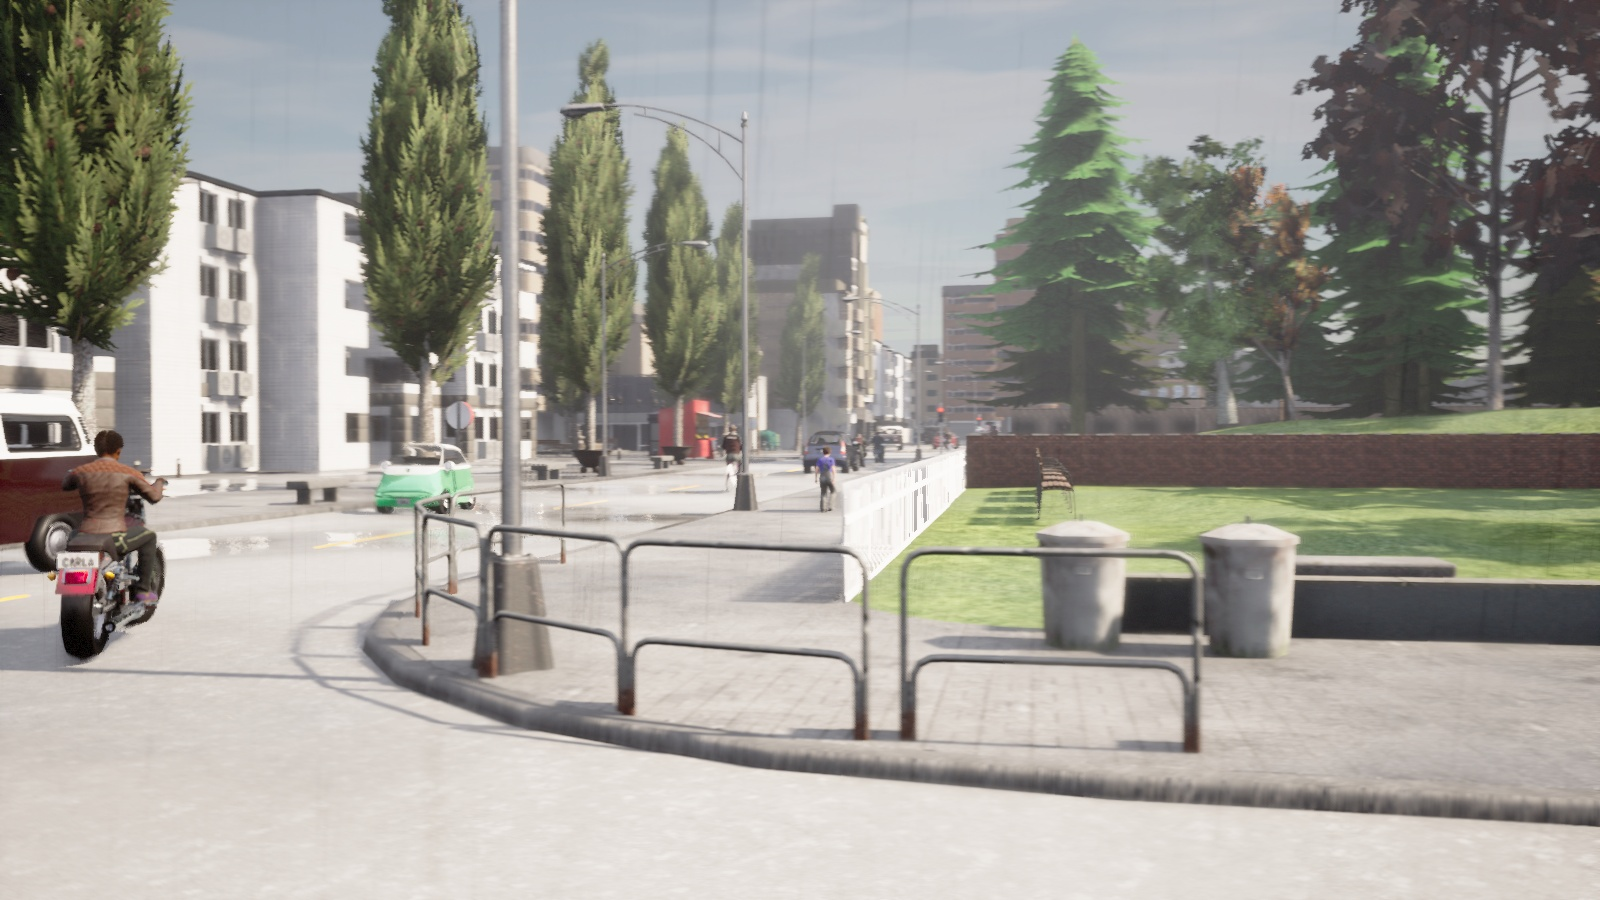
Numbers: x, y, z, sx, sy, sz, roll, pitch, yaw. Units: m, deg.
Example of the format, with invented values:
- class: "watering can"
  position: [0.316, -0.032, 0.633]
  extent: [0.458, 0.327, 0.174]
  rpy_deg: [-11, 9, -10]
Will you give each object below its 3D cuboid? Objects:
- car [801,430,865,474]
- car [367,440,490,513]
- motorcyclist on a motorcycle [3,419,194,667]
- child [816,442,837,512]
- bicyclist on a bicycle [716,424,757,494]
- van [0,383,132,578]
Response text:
- class: "car"
  position: [1.319, 0.029, 48.594]
  extent: [1.851, 1.617, 3.988]
  rpy_deg: [0, 1, 11]
- class: "car"
  position: [-7.290, 0.490, 24.821]
  extent: [1.481, 1.376, 2.207]
  rpy_deg: [0, 1, 11]
- class: "motorcyclist on a motorcycle"
  position: [-5.262, 0.616, 9.590]
  extent: [0.766, 1.649, 2.350]
  rpy_deg: [2, 0, -17]
- class: "child"
  position: [0.484, 0.487, 22.942]
  extent: [0.270, 1.263, 0.437]
  rpy_deg: [0, 1, 15]
- class: "bicyclist on a bicycle"
  position: [-1.661, 0.214, 32.974]
  extent: [0.659, 1.776, 1.843]
  rpy_deg: [0, 1, 11]
- class: "van"
  position: [-9.410, 0.319, 13.083]
  extent: [2.069, 2.038, 4.480]
  rpy_deg: [0, 1, 8]
